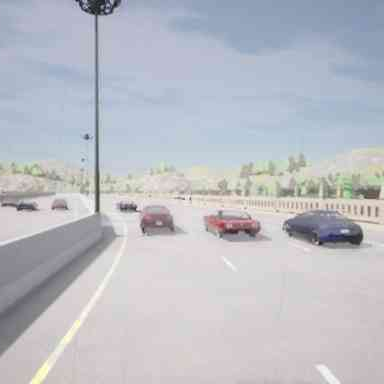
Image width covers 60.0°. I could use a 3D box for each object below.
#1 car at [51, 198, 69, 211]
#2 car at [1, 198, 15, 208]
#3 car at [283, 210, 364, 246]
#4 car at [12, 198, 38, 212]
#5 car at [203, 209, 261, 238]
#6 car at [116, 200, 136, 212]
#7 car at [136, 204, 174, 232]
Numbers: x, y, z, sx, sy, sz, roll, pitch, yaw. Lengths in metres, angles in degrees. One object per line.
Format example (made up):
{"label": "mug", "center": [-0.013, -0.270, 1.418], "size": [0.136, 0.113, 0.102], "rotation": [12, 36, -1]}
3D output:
{"label": "car", "center": [-15.977, 1.494, 40.314], "size": [1.812, 1.442, 4.674], "rotation": [0, 0, -19]}
{"label": "car", "center": [-26.254, 1.538, 48.467], "size": [2.033, 1.411, 5.357], "rotation": [0, 0, -19]}
{"label": "car", "center": [5.734, 1.504, 15.043], "size": [1.994, 1.385, 4.181], "rotation": [0, 0, -8]}
{"label": "car", "center": [-19.096, 1.586, 38.624], "size": [1.895, 1.301, 4.718], "rotation": [0, 0, -19]}
{"label": "car", "center": [1.872, 1.552, 17.278], "size": [1.895, 1.301, 4.718], "rotation": [0, 0, -10]}
{"label": "car", "center": [-7.497, 1.541, 37.811], "size": [1.895, 1.301, 4.718], "rotation": [0, 0, -19]}
{"label": "car", "center": [-2.191, 1.487, 19.790], "size": [1.812, 1.442, 4.674], "rotation": [0, 0, -11]}
